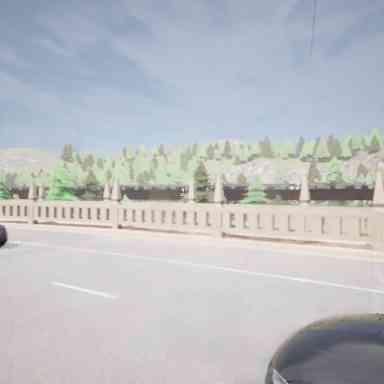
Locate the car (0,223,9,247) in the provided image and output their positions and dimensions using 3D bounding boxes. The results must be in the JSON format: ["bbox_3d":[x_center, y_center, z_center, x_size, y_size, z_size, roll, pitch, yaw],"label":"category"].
[{"bbox_3d":[-9.324,1.504,13.264,4.181,1.385,1.994,0,0,28],"label":"car"}]

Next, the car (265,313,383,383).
[{"bbox_3d":[2.809,1.481,1.808,4.902,1.511,2.128,0,0,37],"label":"car"}]
